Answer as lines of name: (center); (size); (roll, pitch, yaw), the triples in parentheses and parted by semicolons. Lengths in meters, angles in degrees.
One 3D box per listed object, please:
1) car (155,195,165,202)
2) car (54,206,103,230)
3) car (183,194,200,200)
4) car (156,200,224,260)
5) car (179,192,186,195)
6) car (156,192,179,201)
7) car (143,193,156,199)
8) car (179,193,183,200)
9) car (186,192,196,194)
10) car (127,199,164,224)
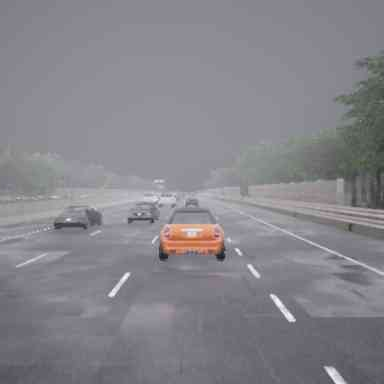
car: (-6.999, 1.361, 72.581); (1.812, 1.442, 4.674); (0, 0, 0)
car: (-7.001, 1.542, 20.872); (1.994, 1.385, 4.181); (0, 0, 0)
car: (0.001, 1.410, 48.616); (1.837, 1.490, 4.892); (0, 0, 0)
car: (0.000, 1.343, 12.581); (2.097, 1.767, 4.553); (0, 0, 0)
car: (-3.498, 1.388, 92.598); (1.895, 1.301, 4.718); (0, 0, 0)
car: (-3.499, 1.128, 47.918); (2.150, 2.045, 5.566); (0, 0, 0)
car: (-6.999, 1.103, 56.164); (2.150, 2.045, 5.566); (0, 0, 0)
car: (-3.499, 1.432, 72.648); (1.895, 1.301, 4.718); (0, 0, 0)
car: (0.001, 1.337, 72.633); (1.837, 1.490, 4.892); (0, 0, 0)
car: (-3.499, 1.519, 24.622); (2.033, 1.411, 5.357); (0, 0, 0)
